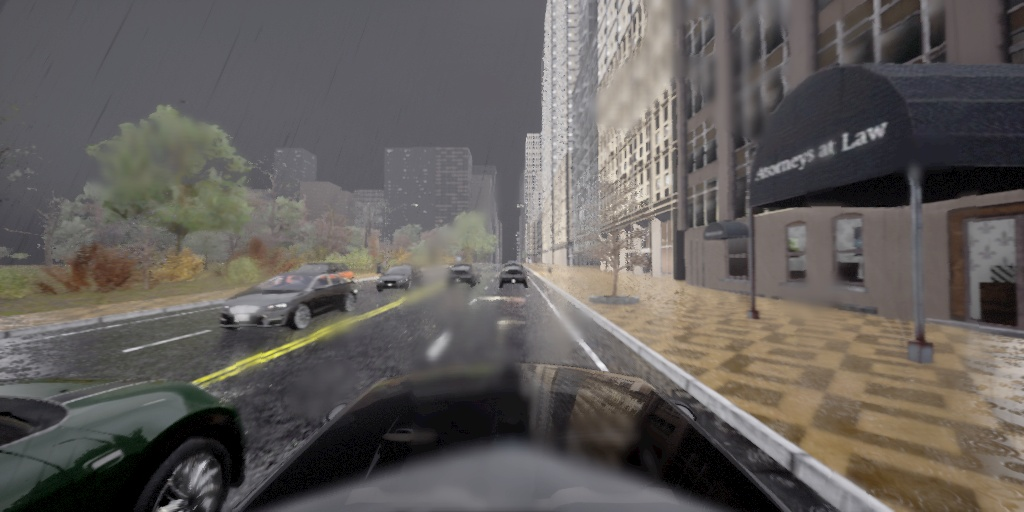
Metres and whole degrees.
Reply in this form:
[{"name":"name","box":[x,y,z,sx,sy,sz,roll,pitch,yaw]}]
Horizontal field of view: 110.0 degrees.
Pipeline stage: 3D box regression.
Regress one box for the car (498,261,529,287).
[{"name":"car","box":[0.099,1.291,24.586,1.837,1.490,4.892,0,0,0]}]

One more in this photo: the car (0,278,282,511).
[{"name":"car","box":[-3.150,1.102,0.968,2.097,1.767,4.553,0,0,0]}]

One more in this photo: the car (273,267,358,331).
[{"name":"car","box":[-6.500,1.249,11.099,2.128,1.511,4.902,0,0,0]}]

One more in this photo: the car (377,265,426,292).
[{"name":"car","box":[-6.501,1.281,21.514,1.837,1.490,4.892,0,0,0]}]

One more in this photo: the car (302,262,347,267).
[{"name":"car","box":[-9.751,1.120,18.081,2.097,1.767,4.553,0,0,0]}]

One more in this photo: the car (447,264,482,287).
[{"name":"car","box":[-3.224,1.291,24.496,1.837,1.490,4.892,0,0,1]}]
